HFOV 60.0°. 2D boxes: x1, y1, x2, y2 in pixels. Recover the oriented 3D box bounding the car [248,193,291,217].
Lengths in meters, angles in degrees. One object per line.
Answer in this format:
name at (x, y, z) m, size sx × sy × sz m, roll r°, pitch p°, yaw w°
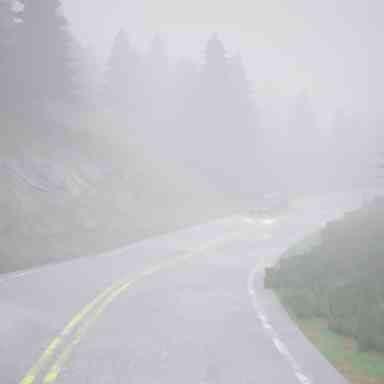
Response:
car at (6.084, 0.926, 25.804) m, size 1.837 × 1.490 × 4.892 m, roll 0°, pitch 5°, yaw 38°
